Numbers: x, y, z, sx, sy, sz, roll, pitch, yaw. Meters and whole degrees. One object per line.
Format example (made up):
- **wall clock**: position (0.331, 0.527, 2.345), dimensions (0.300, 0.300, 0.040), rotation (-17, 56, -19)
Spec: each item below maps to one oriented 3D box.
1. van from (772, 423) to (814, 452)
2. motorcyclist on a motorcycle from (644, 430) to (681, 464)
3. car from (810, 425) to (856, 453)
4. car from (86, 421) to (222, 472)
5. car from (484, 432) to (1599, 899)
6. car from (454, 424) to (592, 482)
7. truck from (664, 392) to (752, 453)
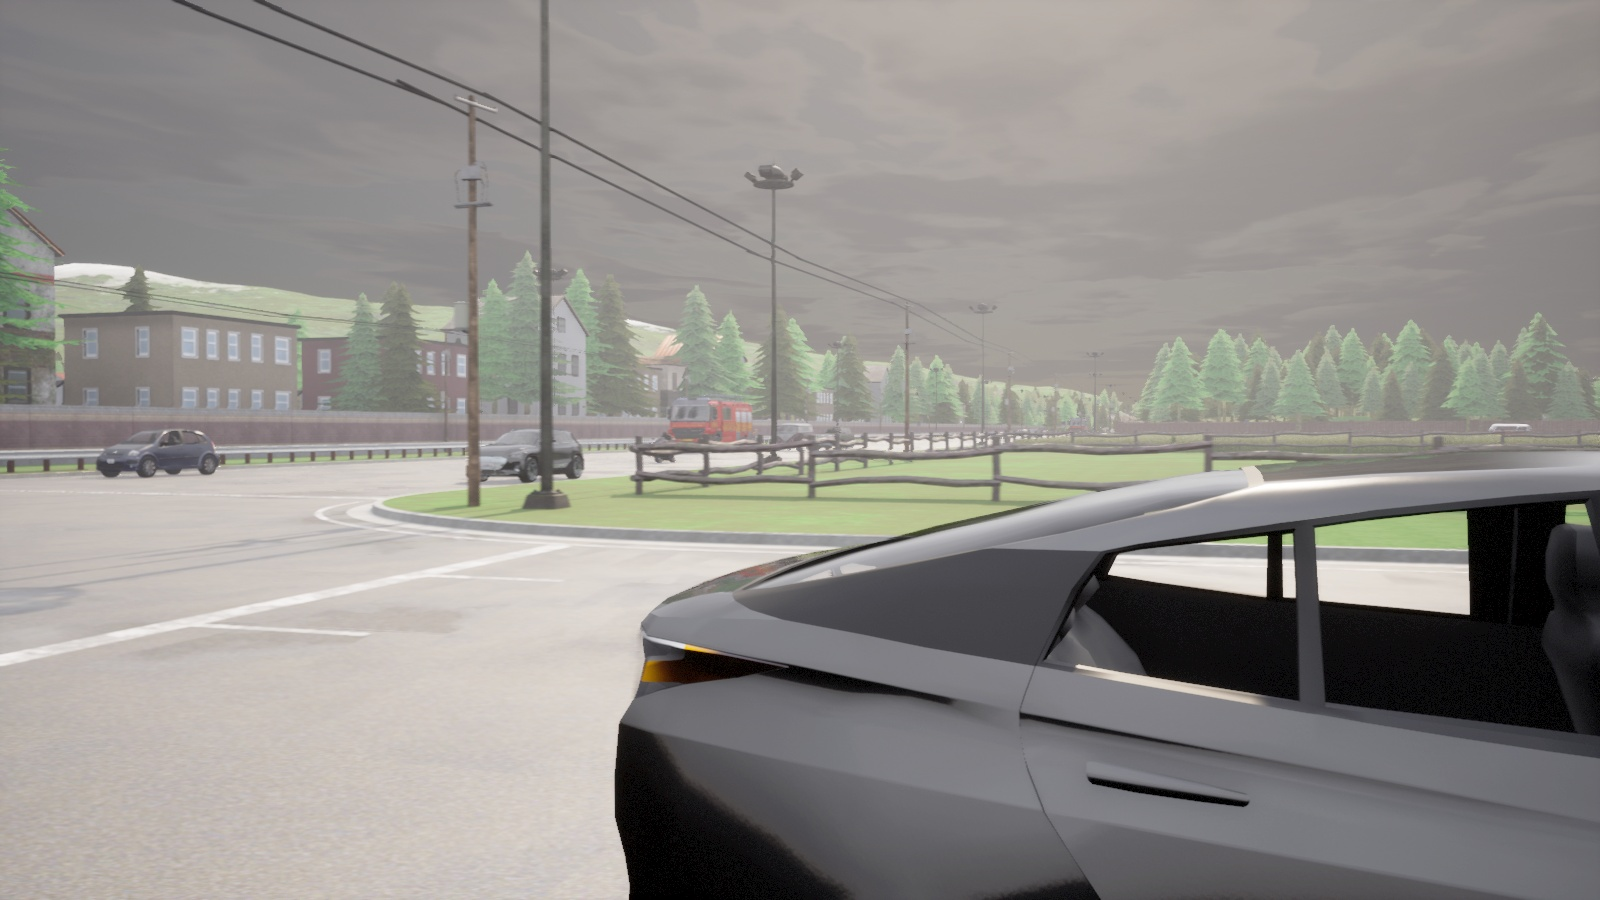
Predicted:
- **van**: position (-0.465, -0.921, 88.685), dimensions (1.775, 1.987, 4.442), rotation (1, 1, 17)
- **motorcyclist on a motorcycle**: position (-6.276, -0.150, 57.443), dimensions (0.866, 1.530, 2.191), rotation (1, 1, 17)
- **car**: position (2.295, -0.789, 85.726), dimensions (1.932, 1.855, 4.605), rotation (1, 1, 17)
- **car**: position (-21.770, -0.137, 42.505), dimensions (1.851, 1.617, 3.988), rotation (1, 1, 17)
- **car**: position (1.879, 0.741, 2.542), dimensions (4.514, 1.525, 2.007), rotation (1, 1, 18)
- **car**: position (-8.372, 0.051, 38.450), dimensions (2.033, 1.649, 4.856), rotation (1, 1, 17)
- **truck**: position (-5.941, -1.773, 82.638), dimensions (2.891, 3.827, 8.468), rotation (1, 1, 17)
